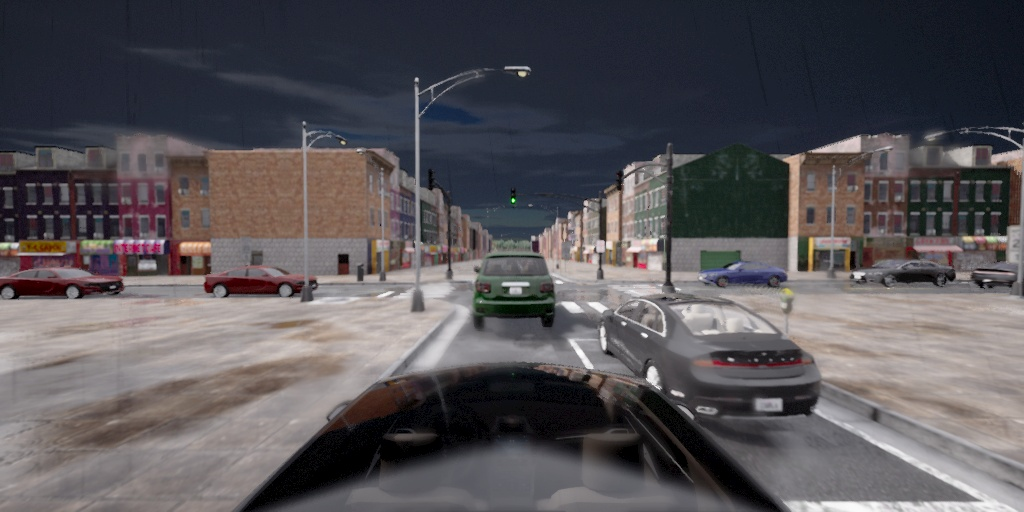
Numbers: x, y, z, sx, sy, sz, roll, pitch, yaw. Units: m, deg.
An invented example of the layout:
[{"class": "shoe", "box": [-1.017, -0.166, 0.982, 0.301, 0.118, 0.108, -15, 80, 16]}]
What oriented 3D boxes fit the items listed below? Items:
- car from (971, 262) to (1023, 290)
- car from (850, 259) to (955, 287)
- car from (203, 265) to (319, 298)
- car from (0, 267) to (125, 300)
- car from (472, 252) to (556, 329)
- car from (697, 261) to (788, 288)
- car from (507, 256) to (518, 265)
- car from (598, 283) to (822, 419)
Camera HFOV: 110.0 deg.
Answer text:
[{"class": "car", "box": [25.979, 1.025, 17.774, 4.902, 1.511, 2.128, 0, 2, 0]}, {"class": "car", "box": [22.440, 0.949, 20.728, 4.902, 1.511, 2.128, 0, 2, 0]}, {"class": "car", "box": [-12.324, 1.220, 17.808, 5.008, 1.535, 1.882, 0, 2, -1]}, {"class": "car", "box": [-22.314, 1.298, 17.807, 5.008, 1.535, 1.882, -1, 2, 0]}, {"class": "car", "box": [-0.025, 0.900, 11.162, 2.150, 2.045, 5.566, 0, 0, -2]}, {"class": "car", "box": [13.278, 1.021, 20.755, 4.674, 1.442, 1.812, 0, 2, 1]}, {"class": "car", "box": [0.015, 0.812, 63.029, 1.837, 1.490, 4.892, 0, 0, 0]}, {"class": "car", "box": [2.638, 1.269, 5.849, 2.007, 1.370, 4.403, 0, 0, 0]}]
